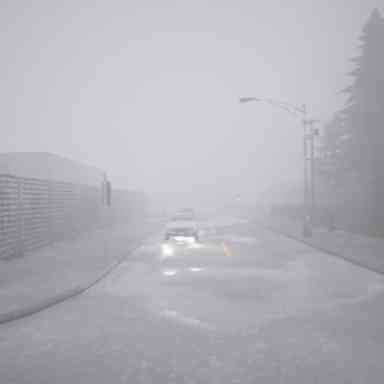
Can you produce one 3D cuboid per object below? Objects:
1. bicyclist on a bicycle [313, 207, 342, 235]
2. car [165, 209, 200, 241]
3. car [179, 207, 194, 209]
[{"bbox_3d":[7.820,1.668,19.220,1.656,1.620,0.582,-1,-1,0],"label":"bicyclist on a bicycle"},{"bbox_3d":[-0.554,1.975,19.833,1.812,1.442,4.674,-1,-1,0],"label":"car"},{"bbox_3d":[-0.506,2.161,29.942,2.128,1.511,4.902,-1,-1,0],"label":"car"}]
